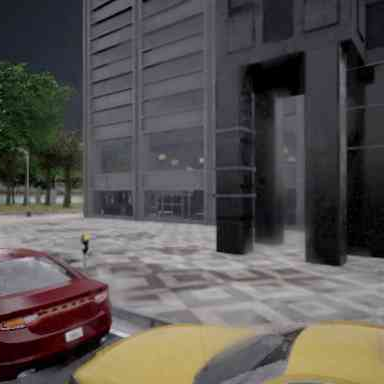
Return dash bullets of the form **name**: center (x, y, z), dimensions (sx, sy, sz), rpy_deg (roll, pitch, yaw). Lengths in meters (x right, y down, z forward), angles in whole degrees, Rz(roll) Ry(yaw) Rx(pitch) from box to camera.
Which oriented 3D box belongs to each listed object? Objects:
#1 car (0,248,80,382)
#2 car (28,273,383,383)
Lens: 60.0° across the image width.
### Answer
- **car**: center (-3.217, 1.568, 5.256), dimensions (4.507, 1.381, 1.887), rpy_deg (0, 0, 36)
- **car**: center (1.071, 1.527, 2.196), dimensions (4.829, 1.417, 1.752), rpy_deg (0, 0, 36)
